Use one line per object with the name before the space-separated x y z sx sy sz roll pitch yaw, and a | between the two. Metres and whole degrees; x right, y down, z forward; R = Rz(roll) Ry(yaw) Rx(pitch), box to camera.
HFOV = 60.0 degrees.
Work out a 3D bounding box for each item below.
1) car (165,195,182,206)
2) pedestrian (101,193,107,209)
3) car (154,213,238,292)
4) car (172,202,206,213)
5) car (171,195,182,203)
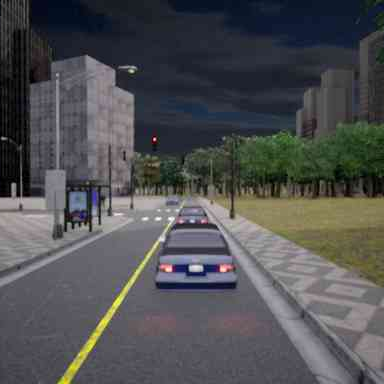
car | -3.157 1.263 53.895 2.097 1.767 4.553 0 0 0
pedestrian | -10.135 1.029 38.205 0.375 1.860 0.375 0 0 1
car | 0.081 1.540 9.018 2.033 1.411 5.357 0 0 0
car | 0.051 1.527 19.353 2.033 1.411 5.357 0 0 1
car | -3.123 1.397 69.252 2.128 1.511 4.902 0 0 0
